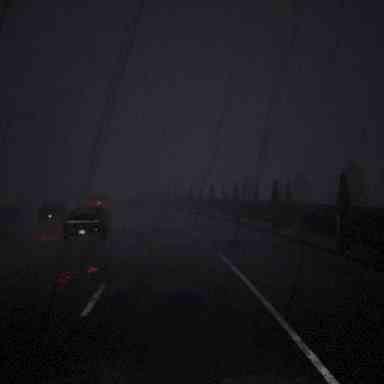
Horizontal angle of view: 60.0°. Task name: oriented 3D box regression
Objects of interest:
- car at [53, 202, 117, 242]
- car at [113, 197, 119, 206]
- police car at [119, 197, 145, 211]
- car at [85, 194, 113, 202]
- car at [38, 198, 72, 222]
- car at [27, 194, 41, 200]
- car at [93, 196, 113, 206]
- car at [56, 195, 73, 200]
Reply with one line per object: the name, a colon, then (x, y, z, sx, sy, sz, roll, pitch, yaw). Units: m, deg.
car: (-5.066, 1.472, 16.480, 2.128, 1.511, 4.902, 0, 0, -10)
car: (-11.634, 1.411, 49.863, 1.882, 1.535, 5.008, 0, 0, -28)
police car: (-7.024, 1.366, 40.015, 1.930, 1.638, 5.238, 0, 0, -22)
car: (-10.099, 1.179, 35.309, 2.150, 2.045, 5.566, 0, 0, -20)
car: (-10.859, 1.481, 26.247, 1.837, 1.490, 4.892, 0, 0, -16)
car: (-38.977, 1.291, 81.995, 4.892, 1.490, 1.837, 0, 0, 39)
car: (-14.898, 1.435, 55.590, 1.837, 1.490, 4.892, 0, 0, -31)
car: (-27.116, 1.376, 70.527, 1.895, 1.301, 4.718, 0, 0, -42)
